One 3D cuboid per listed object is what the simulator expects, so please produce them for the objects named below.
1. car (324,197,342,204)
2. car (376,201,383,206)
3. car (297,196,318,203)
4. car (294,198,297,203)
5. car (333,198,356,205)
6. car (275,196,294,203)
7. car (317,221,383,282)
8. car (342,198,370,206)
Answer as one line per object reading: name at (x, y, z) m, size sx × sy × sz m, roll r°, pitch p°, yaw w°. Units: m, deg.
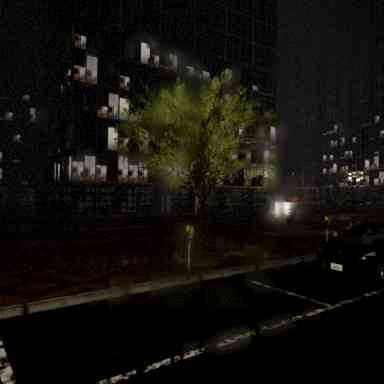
car at (27.688, 1.691, 64.558) m, size 1.967 × 1.590 × 4.097 m, roll 1°, pitch -1°, yaw -20°
car at (36.947, 1.893, 62.197) m, size 1.752 × 1.417 × 4.829 m, roll 1°, pitch -1°, yaw -20°
car at (29.294, 1.824, 83.046) m, size 2.192 × 1.841 × 5.009 m, roll 1°, pitch -1°, yaw -20°
car at (27.361, 2.127, 88.294) m, size 1.802 × 1.307 × 4.206 m, roll 1°, pitch -1°, yaw -20°
car at (33.148, 1.989, 72.540) m, size 2.008 × 1.369 × 4.403 m, roll 1°, pitch -1°, yaw -20°
car at (21.905, 1.799, 80.305) m, size 1.967 × 1.590 × 4.097 m, roll 1°, pitch -1°, yaw -20°
car at (5.562, 1.574, 9.827) m, size 4.313 × 1.339 × 1.947 m, roll 0°, pitch 1°, yaw -34°
car at (29.614, 1.766, 59.307) m, size 2.008 × 1.369 × 4.403 m, roll 1°, pitch -1°, yaw -20°
